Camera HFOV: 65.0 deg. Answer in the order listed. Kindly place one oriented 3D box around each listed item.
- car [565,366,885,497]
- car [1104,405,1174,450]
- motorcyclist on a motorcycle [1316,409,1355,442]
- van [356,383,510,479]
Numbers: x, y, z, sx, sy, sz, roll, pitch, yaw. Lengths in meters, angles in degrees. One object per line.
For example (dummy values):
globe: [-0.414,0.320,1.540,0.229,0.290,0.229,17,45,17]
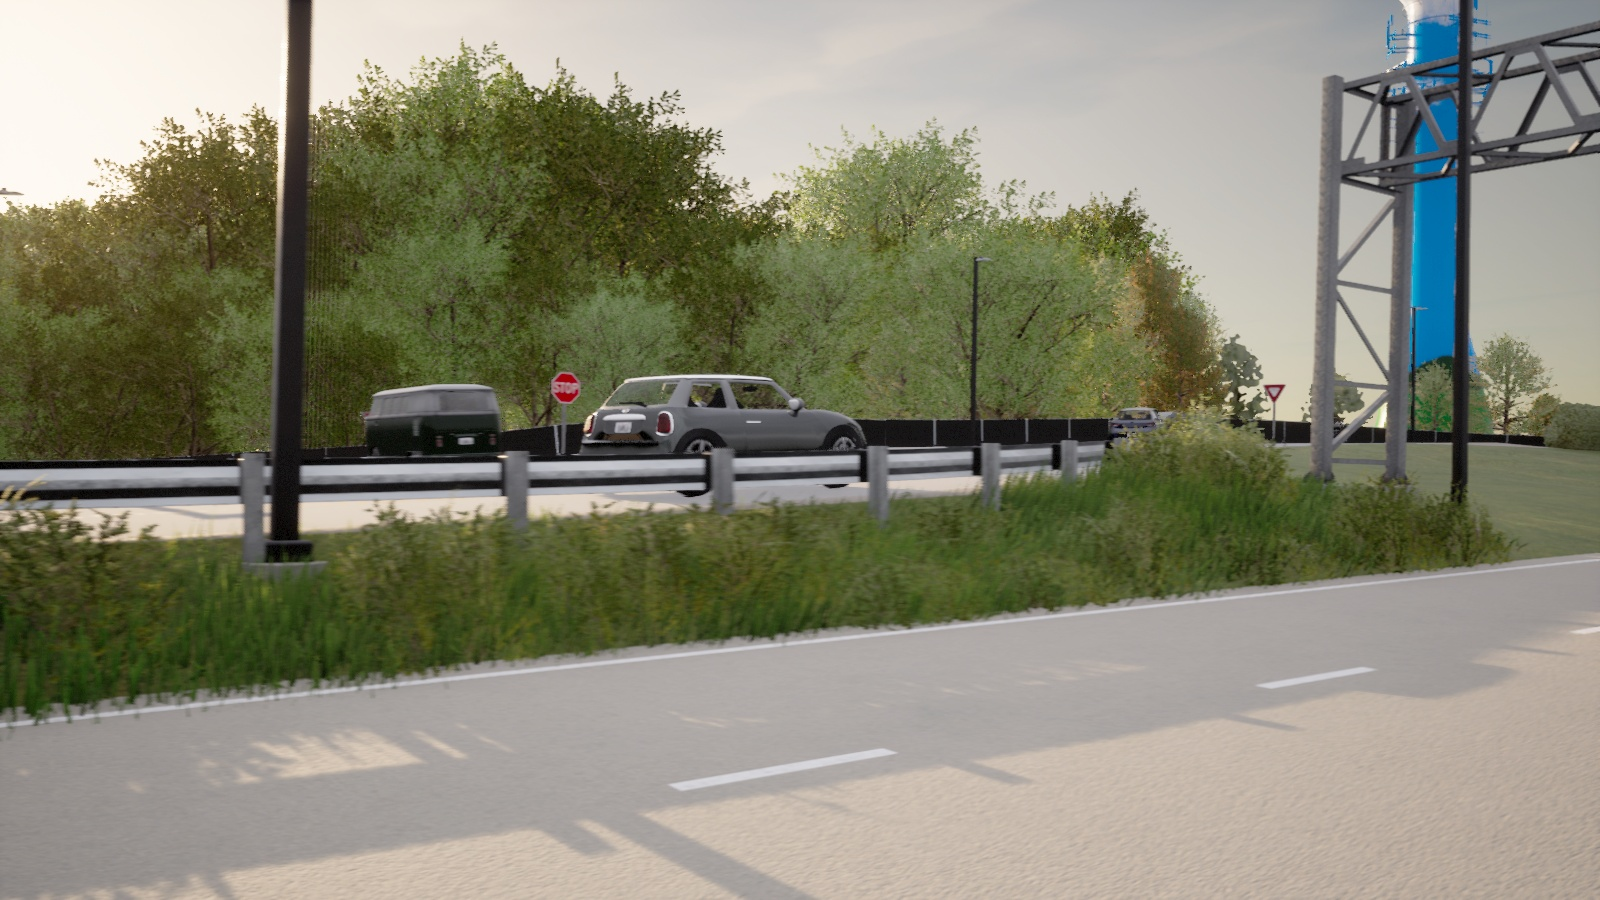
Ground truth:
car: [-0.871,-0.250,16.200,1.970,1.475,3.806,0,1,42]
car: [11.785,-0.780,43.490,1.816,1.474,4.193,0,1,23]
motorcyclist on a motorcycle: [26.765,-1.214,62.742,2.350,1.649,0.766,-1,0,-37]
van: [-8.373,-0.408,28.425,1.775,1.987,4.442,-3,1,-37]
